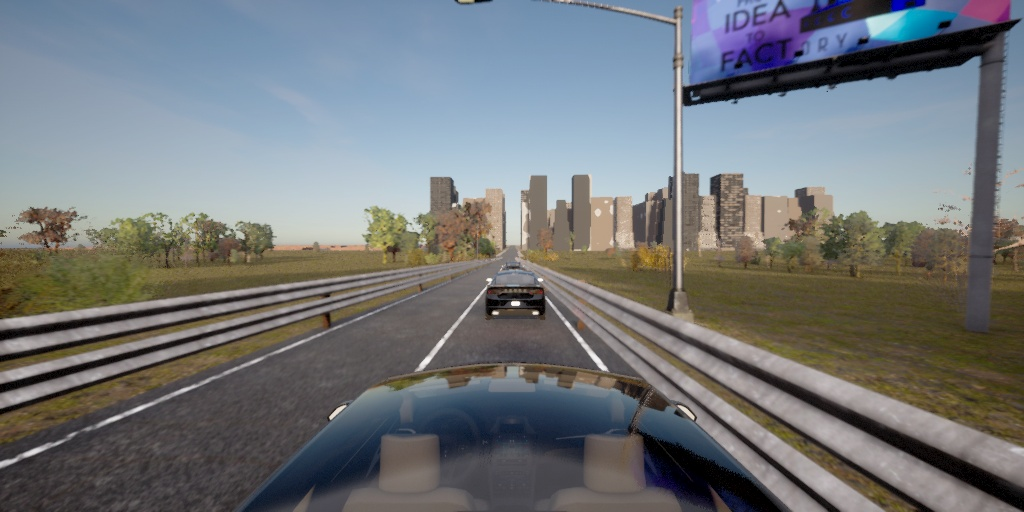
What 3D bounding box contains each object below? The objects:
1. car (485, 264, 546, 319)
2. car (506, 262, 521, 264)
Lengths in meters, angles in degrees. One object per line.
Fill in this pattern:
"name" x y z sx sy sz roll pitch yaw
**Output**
"car" 0.104 1.224 12.805 1.882 1.535 5.008 0 0 0
"car" 0.106 1.244 32.371 1.837 1.490 4.892 0 0 0
